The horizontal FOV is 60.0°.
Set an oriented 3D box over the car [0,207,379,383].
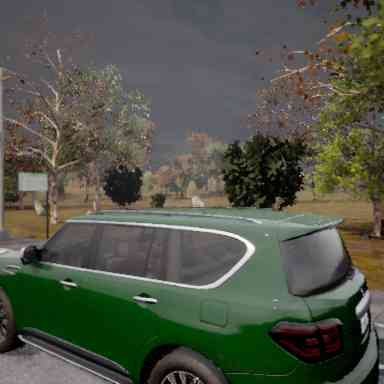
[{"bbox_3d":[-0.677,1.221,4.465,5.566,2.045,2.150,0,0,35],"label":"car"}]
